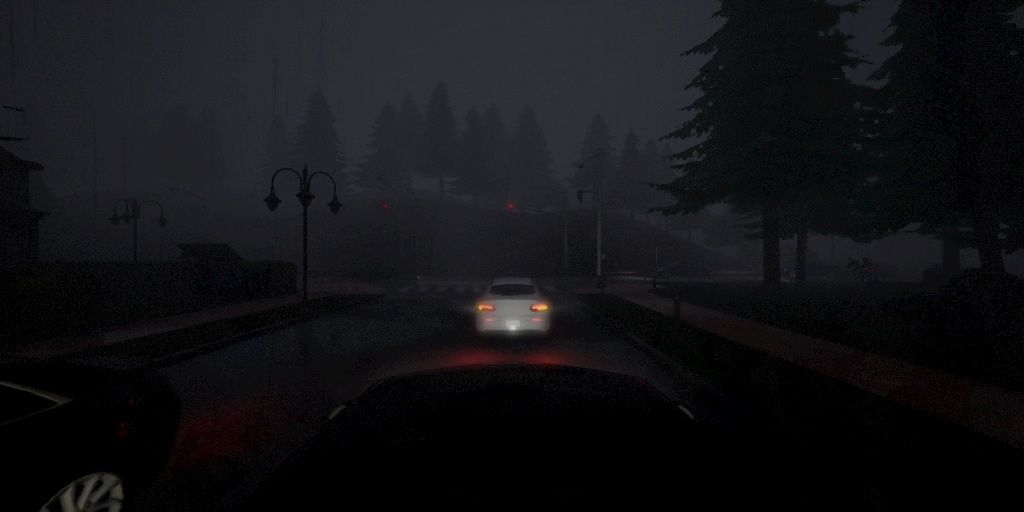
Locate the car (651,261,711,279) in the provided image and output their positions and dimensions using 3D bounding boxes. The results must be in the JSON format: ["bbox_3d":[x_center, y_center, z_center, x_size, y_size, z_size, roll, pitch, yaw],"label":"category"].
[{"bbox_3d":[14.065,1.110,29.864,4.674,1.442,1.812,0,0,-1],"label":"car"}]

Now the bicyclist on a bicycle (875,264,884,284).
[{"bbox_3d":[21.781,0.890,21.954,0.582,1.620,1.656,0,0,-14],"label":"bicyclist on a bicycle"}]

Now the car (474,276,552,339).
[{"bbox_3d":[0.023,1.275,9.935,1.812,1.442,4.674,0,0,0],"label":"car"}]

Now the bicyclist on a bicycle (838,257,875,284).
[{"bbox_3d":[21.134,0.889,22.213,0.582,1.620,1.656,0,0,-16],"label":"bicyclist on a bicycle"}]

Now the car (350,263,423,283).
[{"bbox_3d":[-8.832,1.190,25.599,4.718,1.301,1.895,0,0,5],"label":"car"}]

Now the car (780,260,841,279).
[{"bbox_3d":[24.386,1.062,29.900,5.008,1.535,1.882,0,0,0],"label":"car"}]

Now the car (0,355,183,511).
[{"bbox_3d":[-3.598,1.255,0.846,1.837,1.490,4.892,0,0,0],"label":"car"}]
